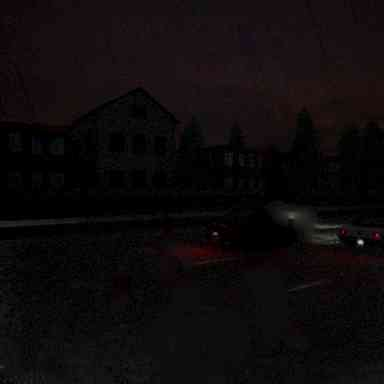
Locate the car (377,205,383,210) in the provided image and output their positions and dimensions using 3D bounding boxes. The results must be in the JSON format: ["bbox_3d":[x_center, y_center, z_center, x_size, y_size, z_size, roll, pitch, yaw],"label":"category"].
[{"bbox_3d":[18.260,1.582,29.675,4.181,1.385,1.994,0,0,-35],"label":"car"}]

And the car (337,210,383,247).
[{"bbox_3d":[8.191,1.609,13.890,4.718,1.301,1.895,0,0,-35],"label":"car"}]

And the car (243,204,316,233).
[{"bbox_3d":[5.484,1.534,20.577,4.674,1.442,1.812,0,0,-36],"label":"car"}]

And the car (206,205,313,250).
[{"bbox_3d":[2.928,1.483,14.437,5.008,1.535,1.882,0,0,-35],"label":"car"}]
